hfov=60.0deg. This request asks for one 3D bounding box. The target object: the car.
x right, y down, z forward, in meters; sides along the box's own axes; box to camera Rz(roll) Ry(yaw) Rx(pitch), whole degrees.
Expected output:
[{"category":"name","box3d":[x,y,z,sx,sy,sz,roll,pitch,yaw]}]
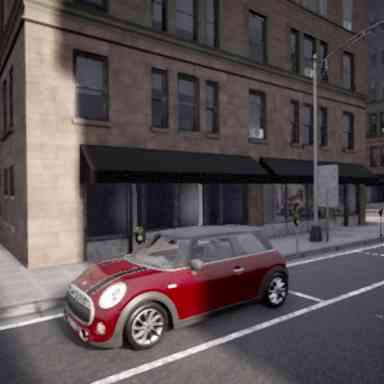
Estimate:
[{"category":"car","box3d":[-0.144,1.401,6.088,4.097,1.590,1.967,-1,0,-36]}]
